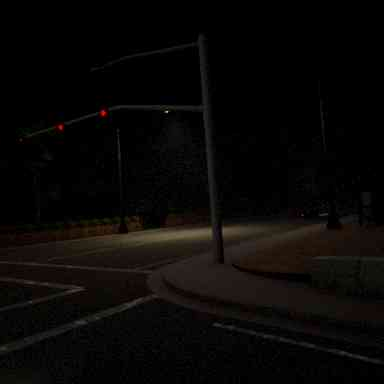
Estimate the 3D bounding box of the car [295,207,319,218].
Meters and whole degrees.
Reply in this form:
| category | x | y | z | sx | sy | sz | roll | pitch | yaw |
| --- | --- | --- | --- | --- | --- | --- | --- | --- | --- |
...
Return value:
| category | x | y | z | sx | sy | sz | roll | pitch | yaw |
| --- | --- | --- | --- | --- | --- | --- | --- | --- | --- |
| car | 15.425 | 2.678 | 44.258 | 1.895 | 1.301 | 4.718 | -6 | -4 | 37 |
